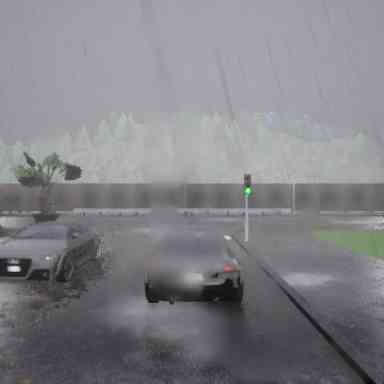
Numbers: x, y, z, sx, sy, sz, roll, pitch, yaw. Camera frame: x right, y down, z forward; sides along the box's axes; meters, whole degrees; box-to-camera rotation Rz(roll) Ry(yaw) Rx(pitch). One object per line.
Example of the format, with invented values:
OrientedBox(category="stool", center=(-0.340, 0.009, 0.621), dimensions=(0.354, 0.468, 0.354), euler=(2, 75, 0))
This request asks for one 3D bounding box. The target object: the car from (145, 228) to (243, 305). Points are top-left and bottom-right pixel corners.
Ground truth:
OrientedBox(category="car", center=(0.048, 1.577, 8.191), dimensions=(1.994, 1.385, 4.181), euler=(0, 0, 0))

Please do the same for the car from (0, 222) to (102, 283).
OrientedBox(category="car", center=(-4.063, 1.579, 9.617), dimensions=(1.994, 1.385, 4.181), euler=(0, 0, 1))
